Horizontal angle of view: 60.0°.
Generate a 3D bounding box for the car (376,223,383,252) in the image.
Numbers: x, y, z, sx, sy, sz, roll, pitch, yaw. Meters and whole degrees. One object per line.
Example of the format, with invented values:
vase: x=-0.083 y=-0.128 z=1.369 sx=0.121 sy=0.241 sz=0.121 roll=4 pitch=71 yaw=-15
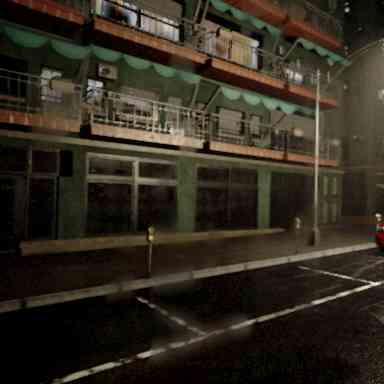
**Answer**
car: x=9.359 y=1.465 z=13.208 sx=5.009 sy=1.841 sz=2.192 roll=1 pitch=1 yaw=-35
